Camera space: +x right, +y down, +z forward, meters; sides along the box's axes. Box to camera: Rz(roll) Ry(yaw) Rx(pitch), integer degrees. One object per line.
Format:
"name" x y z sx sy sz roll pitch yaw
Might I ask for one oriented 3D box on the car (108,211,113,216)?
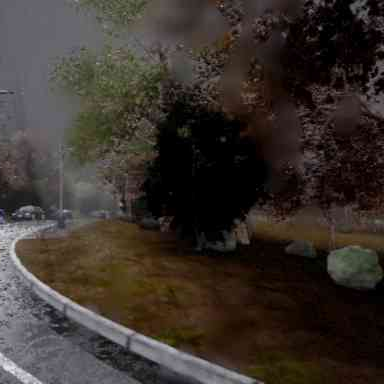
"car" -16.745 4.454 65.135 1.837 1.490 4.892 0 -4 -5

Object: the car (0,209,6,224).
"car" -15.992 1.725 25.150 1.882 1.535 5.008 0 -2 -6

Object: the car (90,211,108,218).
"car" -15.668 3.762 55.142 1.994 1.385 4.181 0 -4 -6

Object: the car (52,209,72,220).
"car" -18.366 3.177 47.231 1.812 1.442 4.674 0 -4 -5

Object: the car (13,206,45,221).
"car" -17.053 2.255 34.958 1.837 1.490 4.892 0 -4 -6
